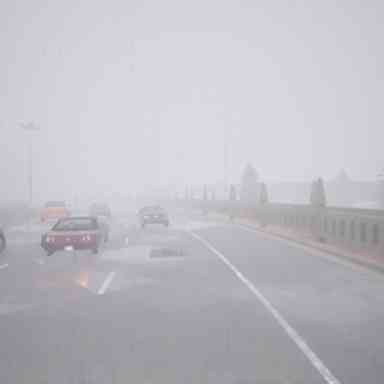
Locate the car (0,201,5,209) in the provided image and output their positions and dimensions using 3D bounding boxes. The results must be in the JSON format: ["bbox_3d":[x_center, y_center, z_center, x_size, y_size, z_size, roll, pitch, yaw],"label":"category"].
[{"bbox_3d":[-25.607,1.848,43.492,2.033,1.411,5.357,0,0,-28],"label":"car"}]

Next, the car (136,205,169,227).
[{"bbox_3d":[-2.833,1.624,23.477,2.033,1.411,5.357,0,0,-13],"label":"car"}]

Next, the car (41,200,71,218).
[{"bbox_3d":[-11.550,1.497,28.534,2.097,1.767,4.553,0,0,-17],"label":"car"}]

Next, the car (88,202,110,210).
[{"bbox_3d":[-8.804,1.683,31.670,2.033,1.411,5.357,0,0,-19],"label":"car"}]

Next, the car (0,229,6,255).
[{"bbox_3d":[-7.712,1.557,10.539,2.128,1.511,4.902,0,0,-6],"label":"car"}]

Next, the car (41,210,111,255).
[{"bbox_3d":[-4.558,1.660,13.684,1.895,1.301,4.718,0,0,-8],"label":"car"}]
